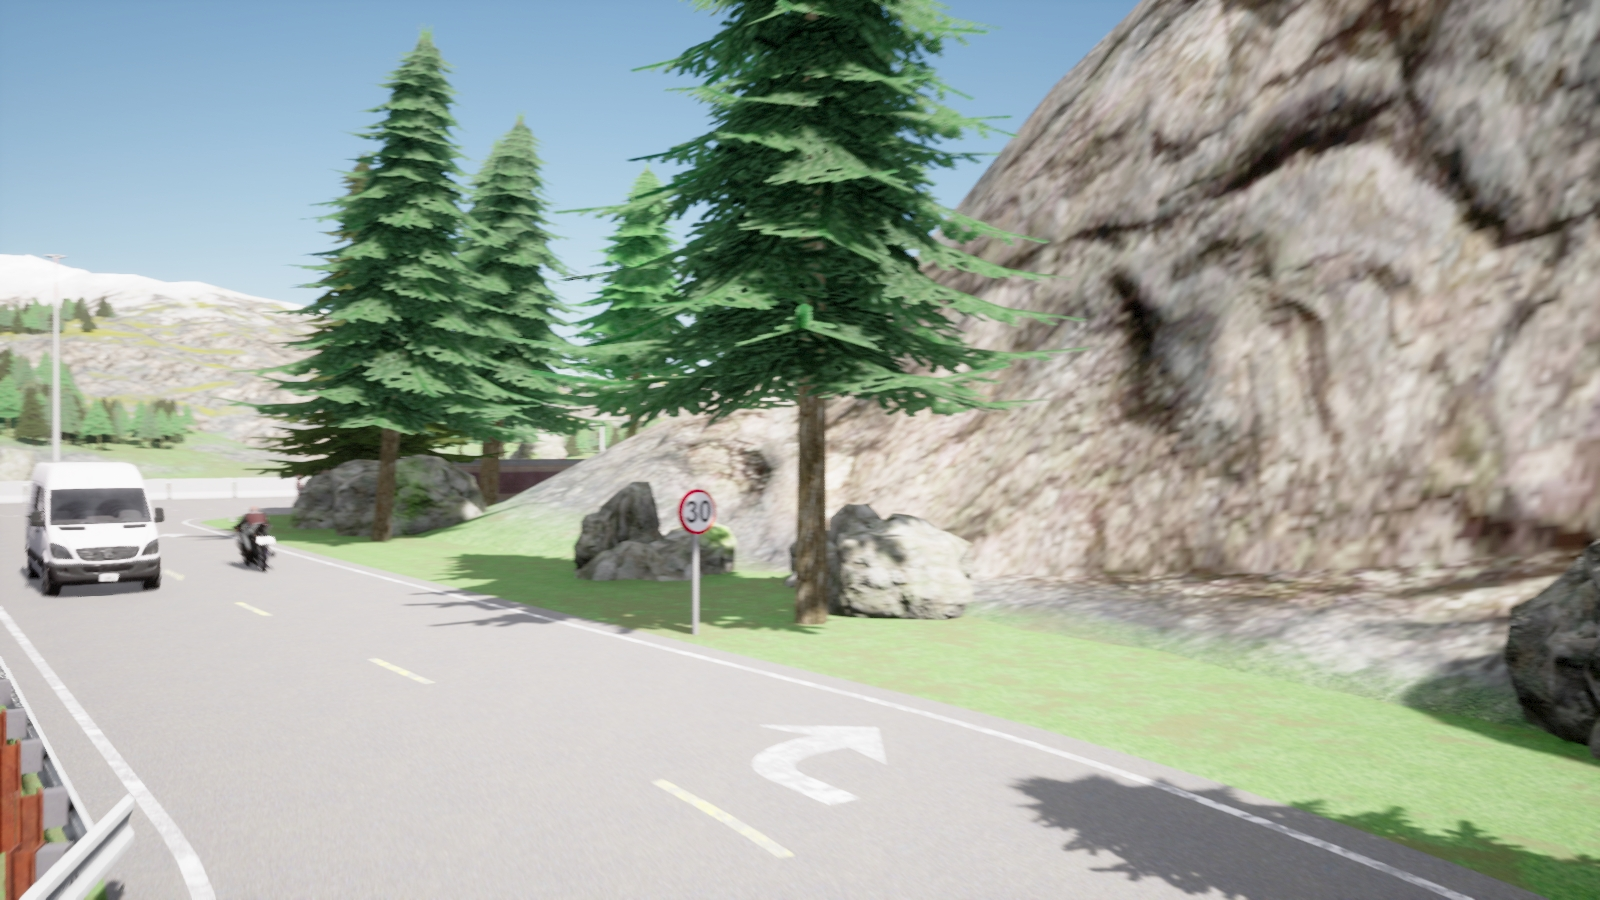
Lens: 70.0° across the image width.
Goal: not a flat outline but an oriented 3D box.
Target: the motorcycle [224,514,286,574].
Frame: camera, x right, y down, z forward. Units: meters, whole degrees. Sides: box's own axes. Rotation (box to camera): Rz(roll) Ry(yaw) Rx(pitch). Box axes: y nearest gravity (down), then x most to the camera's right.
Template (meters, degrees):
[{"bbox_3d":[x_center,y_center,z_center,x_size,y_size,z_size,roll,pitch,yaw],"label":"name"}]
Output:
[{"bbox_3d":[-13.006,2.219,27.241,0.867,1.251,2.209,0,0,-38],"label":"motorcycle"}]

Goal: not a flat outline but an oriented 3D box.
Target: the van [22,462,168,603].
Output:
[{"bbox_3d":[-14.982,1.551,24.117,1.988,2.561,5.915,0,0,-38],"label":"van"}]
